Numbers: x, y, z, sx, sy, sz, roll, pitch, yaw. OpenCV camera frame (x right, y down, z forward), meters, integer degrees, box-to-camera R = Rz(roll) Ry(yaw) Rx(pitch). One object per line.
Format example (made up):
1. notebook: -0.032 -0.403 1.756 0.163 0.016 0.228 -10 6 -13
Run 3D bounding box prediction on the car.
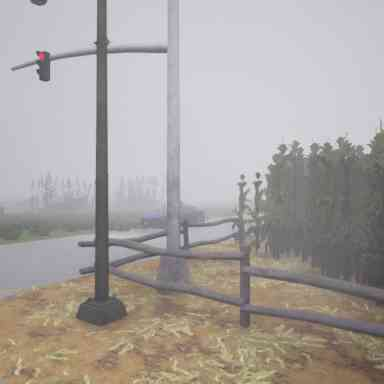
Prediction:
1. car: -1.122 1.476 20.496 1.882 1.535 5.008 0 0 35
